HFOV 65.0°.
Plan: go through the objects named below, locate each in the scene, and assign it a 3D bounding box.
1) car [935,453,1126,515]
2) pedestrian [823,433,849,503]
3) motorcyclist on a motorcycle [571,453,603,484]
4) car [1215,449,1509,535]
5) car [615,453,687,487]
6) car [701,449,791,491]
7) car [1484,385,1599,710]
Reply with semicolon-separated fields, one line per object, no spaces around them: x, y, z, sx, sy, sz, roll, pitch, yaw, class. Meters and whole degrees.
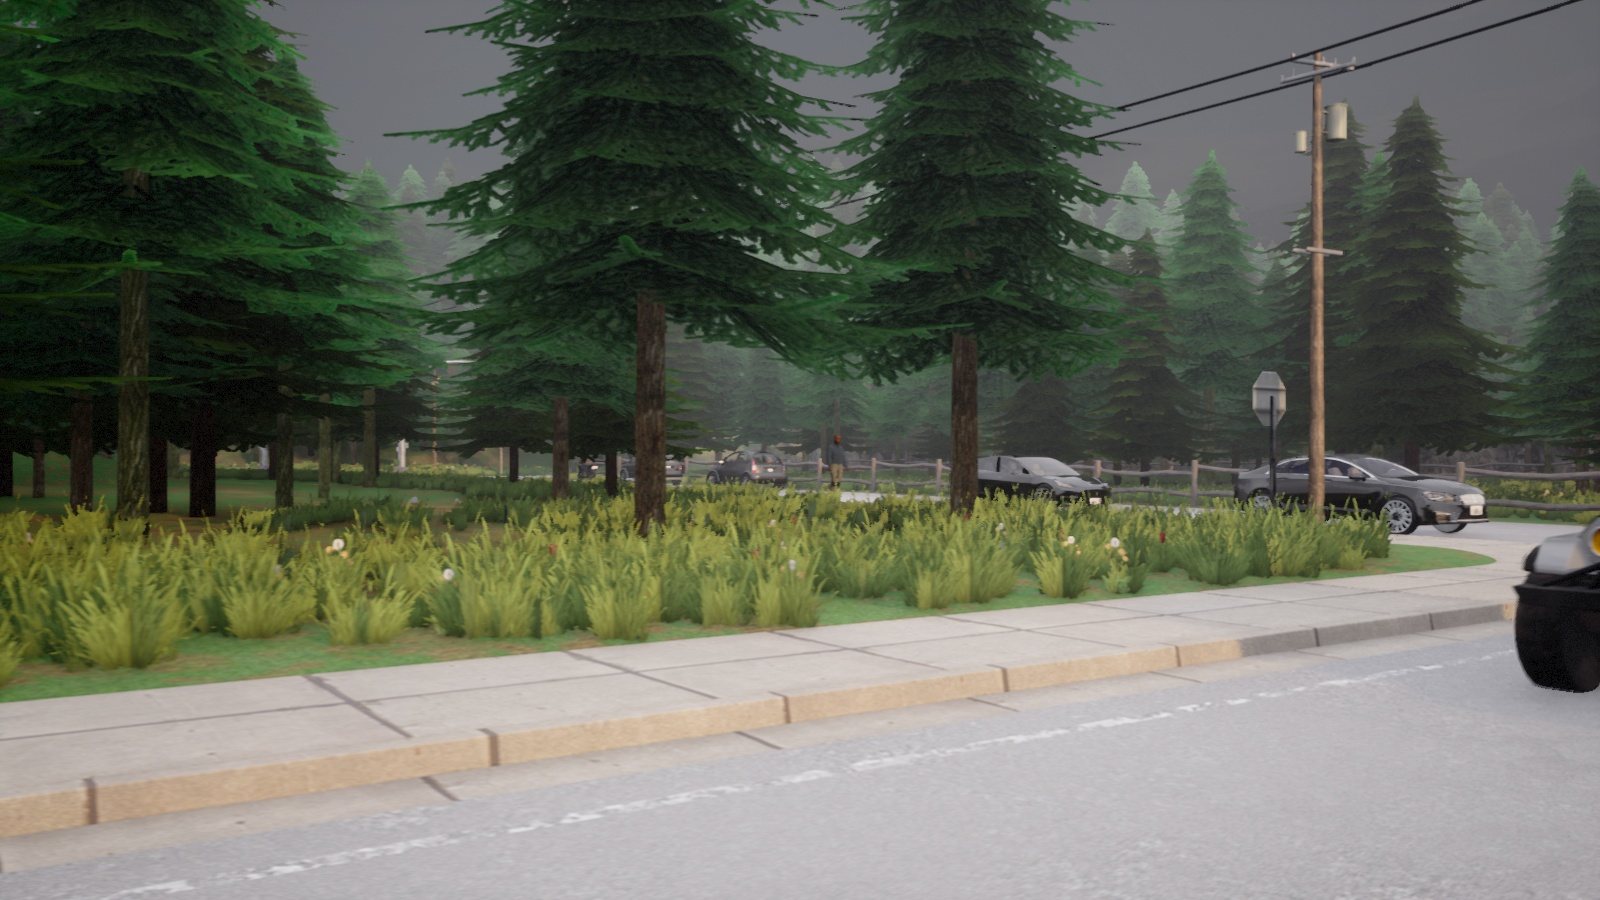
5.877;0.818;32.585;2.163;1.488;4.792;0;0;-33;car
0.945;0.484;33.422;0.370;1.835;0.726;0;0;-29;pedestrian
-10.879;0.928;64.033;0.797;1.523;2.044;0;0;-35;motorcyclist on a motorcycle
10.868;0.743;24.676;2.128;1.511;4.902;0;0;-32;car
-6.926;0.902;58.144;1.789;1.549;3.705;0;0;-34;car
-2.220;0.794;51.069;1.851;1.617;3.988;0;0;-34;car
6.367;0.564;8.099;3.866;1.878;1.905;0;0;-35;car
